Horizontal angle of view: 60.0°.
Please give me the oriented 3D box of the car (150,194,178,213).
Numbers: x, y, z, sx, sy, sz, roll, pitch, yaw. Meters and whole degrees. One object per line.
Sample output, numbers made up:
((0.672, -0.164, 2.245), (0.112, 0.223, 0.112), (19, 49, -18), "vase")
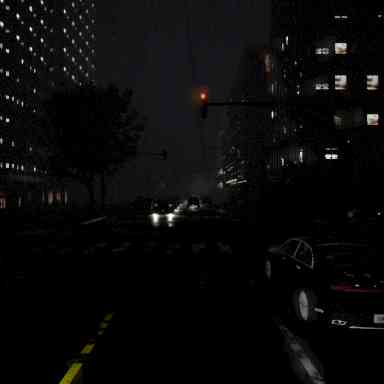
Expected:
((-3.042, 1.371, 37.003), (2.097, 1.767, 4.553), (0, 0, 0), "car")

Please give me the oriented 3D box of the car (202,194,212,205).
((2.785, 1.610, 61.347), (1.947, 1.339, 4.313), (0, 0, 0), "car")

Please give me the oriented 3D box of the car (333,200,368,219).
((13.467, 1.350, 26.257), (4.403, 1.369, 2.008), (-1, 1, 0), "car")

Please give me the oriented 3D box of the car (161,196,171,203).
((-5.579, 1.627, 72.407), (1.947, 1.339, 4.313), (0, 0, 0), "car")

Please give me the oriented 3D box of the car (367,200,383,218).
((15.302, 1.338, 23.695), (4.181, 1.385, 1.994), (-1, 0, 0), "car")

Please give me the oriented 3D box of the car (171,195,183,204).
((-2.938, 1.402, 65.333), (2.097, 1.767, 4.553), (0, 0, 1), "car")

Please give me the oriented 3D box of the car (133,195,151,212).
((-5.631, 1.336, 39.270), (2.192, 1.841, 5.009), (0, 0, 0), "car")

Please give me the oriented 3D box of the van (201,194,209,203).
((2.802, 1.402, 72.394), (1.690, 1.788, 3.998), (0, 0, 0), "van")

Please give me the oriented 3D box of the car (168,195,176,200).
((-5.545, 1.654, 94.498), (2.008, 1.369, 4.403), (0, 0, 0), "car")

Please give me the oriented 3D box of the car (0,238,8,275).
((-5.680, 1.545, 6.881), (1.887, 1.381, 4.507), (0, 0, 0), "car")

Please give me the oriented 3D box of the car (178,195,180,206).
((-3.023, 1.505, 46.094), (1.882, 1.535, 5.008), (0, 0, 0), "car")

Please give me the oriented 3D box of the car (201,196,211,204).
((2.794, 1.578, 67.040), (1.752, 1.417, 4.829), (0, 0, 0), "car")

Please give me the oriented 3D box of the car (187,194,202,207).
((0.178, 1.537, 50.330), (1.837, 1.490, 4.892), (0, 0, 0), "car")

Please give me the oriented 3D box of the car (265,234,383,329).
((2.700, 1.551, 6.868), (2.008, 1.369, 4.403), (0, 0, 0), "car")

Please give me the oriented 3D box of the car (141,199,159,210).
((-5.622, 1.592, 44.793), (1.947, 1.339, 4.313), (0, 0, 0), "car")

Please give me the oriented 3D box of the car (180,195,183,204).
((-3.007, 1.563, 55.402), (1.812, 1.442, 4.674), (0, 0, 1), "car")

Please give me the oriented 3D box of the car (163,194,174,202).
((-5.571, 1.386, 77.929), (2.192, 1.841, 5.009), (0, 0, 0), "car")
